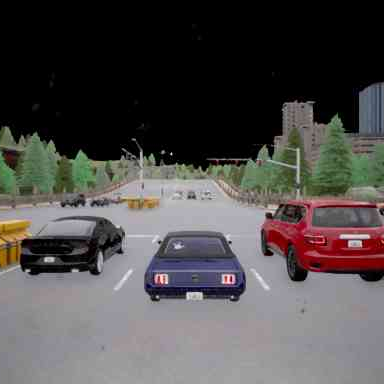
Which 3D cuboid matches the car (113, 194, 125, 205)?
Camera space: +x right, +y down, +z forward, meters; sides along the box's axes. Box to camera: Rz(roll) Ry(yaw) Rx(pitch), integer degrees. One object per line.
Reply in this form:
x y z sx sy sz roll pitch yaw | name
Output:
-14.066 1.526 60.689 1.812 1.442 4.674 0 0 0 | car

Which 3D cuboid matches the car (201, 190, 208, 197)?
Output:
3.353 0.348 90.325 1.895 1.301 4.718 0 7 0 | car

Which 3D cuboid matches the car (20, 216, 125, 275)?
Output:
-3.420 1.478 10.481 1.882 1.535 5.008 0 0 0 | car

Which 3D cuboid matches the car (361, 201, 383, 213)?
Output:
21.141 1.601 35.914 4.718 1.301 1.895 0 0 0 | car

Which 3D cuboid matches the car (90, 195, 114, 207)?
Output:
-14.087 1.547 51.285 2.033 1.411 5.357 0 0 0 | car

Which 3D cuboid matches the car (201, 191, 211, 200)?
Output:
3.410 0.794 79.866 2.150 2.045 5.566 0 3 0 | car

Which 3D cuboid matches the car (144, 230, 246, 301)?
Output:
0.069 1.601 8.255 1.895 1.301 4.718 0 0 0 | car

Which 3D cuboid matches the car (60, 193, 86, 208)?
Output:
-17.594 1.222 49.522 2.150 2.045 5.566 0 0 0 | car

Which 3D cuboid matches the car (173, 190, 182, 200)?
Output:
-3.597 1.004 81.181 1.812 1.442 4.674 0 4 0 | car

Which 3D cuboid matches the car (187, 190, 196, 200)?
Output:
-0.098 0.834 81.231 2.097 1.767 4.553 0 4 0 | car

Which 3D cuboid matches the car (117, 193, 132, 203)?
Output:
-14.042 1.402 70.875 1.882 1.535 5.008 0 1 0 | car

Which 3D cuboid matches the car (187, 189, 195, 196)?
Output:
-0.152 0.163 91.420 2.128 1.511 4.902 0 7 0 | car

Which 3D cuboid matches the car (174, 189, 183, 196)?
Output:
-3.652 0.163 91.402 2.128 1.511 4.902 0 7 0 | car

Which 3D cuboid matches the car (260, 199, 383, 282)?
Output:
3.574 1.221 9.936 2.150 2.045 5.566 0 0 0 | car

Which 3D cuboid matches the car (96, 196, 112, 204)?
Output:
-17.527 1.591 66.583 1.895 1.301 4.718 0 0 0 | car
